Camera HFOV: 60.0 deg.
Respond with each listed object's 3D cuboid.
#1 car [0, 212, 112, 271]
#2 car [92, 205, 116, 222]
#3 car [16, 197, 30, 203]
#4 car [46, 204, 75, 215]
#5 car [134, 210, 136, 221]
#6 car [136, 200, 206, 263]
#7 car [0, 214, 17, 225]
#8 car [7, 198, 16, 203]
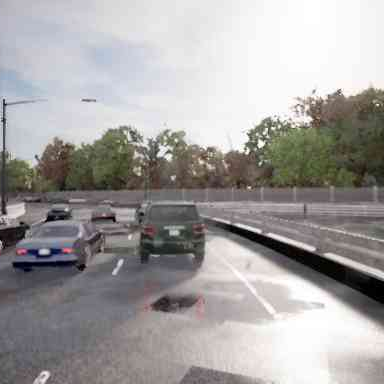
[{"bbox_3d":[-4.199,1.653,11.306,2.033,1.411,5.357,0,0,-7],"label":"car"},{"bbox_3d":[-7.724,1.824,29.110,1.994,1.385,4.181,0,0,-16],"label":"car"},{"bbox_3d":[-43.968,2.032,84.605,4.553,1.767,2.097,-1,-1,37],"label":"car"},{"bbox_3d":[-11.058,1.767,28.068,1.837,1.490,4.892,0,0,-16],"label":"car"},{"bbox_3d":[-3.649,1.781,27.558,2.033,1.411,5.357,0,0,-15],"label":"car"},{"bbox_3d":[-0.848,1.329,12.693,2.150,2.045,5.566,0,0,-7],"label":"car"},{"bbox_3d":[-7.959,1.624,13.143,2.128,1.511,4.902,0,0,-7],"label":"car"},{"bbox_3d":[-46.200,2.188,81.906,4.902,1.511,2.128,-1,-1,37],"label":"car"}]
